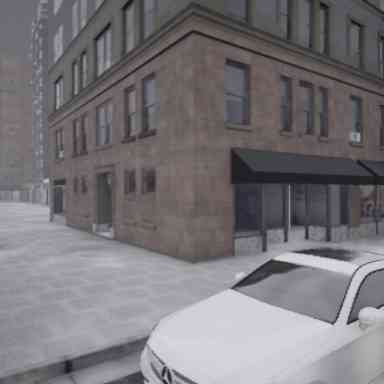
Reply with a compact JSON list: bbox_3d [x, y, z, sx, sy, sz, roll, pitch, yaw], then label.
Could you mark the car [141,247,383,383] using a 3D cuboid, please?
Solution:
[{"bbox_3d":[1.646,1.518,4.228,4.674,1.442,1.812,0,0,-36],"label":"car"}]
